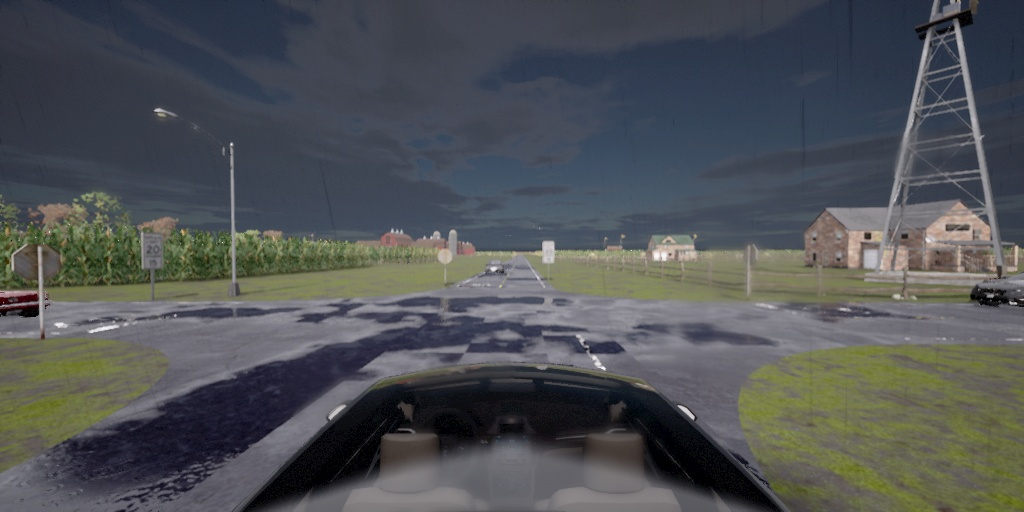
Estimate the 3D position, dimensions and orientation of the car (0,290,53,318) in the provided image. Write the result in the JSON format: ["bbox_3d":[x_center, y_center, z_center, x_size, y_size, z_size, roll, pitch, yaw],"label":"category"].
[{"bbox_3d":[-17.272,1.399,10.924,4.718,1.301,1.895,0,1,2],"label":"car"}]

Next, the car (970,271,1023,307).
[{"bbox_3d":[18.899,1.121,12.207,4.892,1.490,1.837,0,1,3],"label":"car"}]

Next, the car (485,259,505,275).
[{"bbox_3d":[-1.698,1.101,37.155,2.128,1.511,4.902,0,0,2],"label":"car"}]
